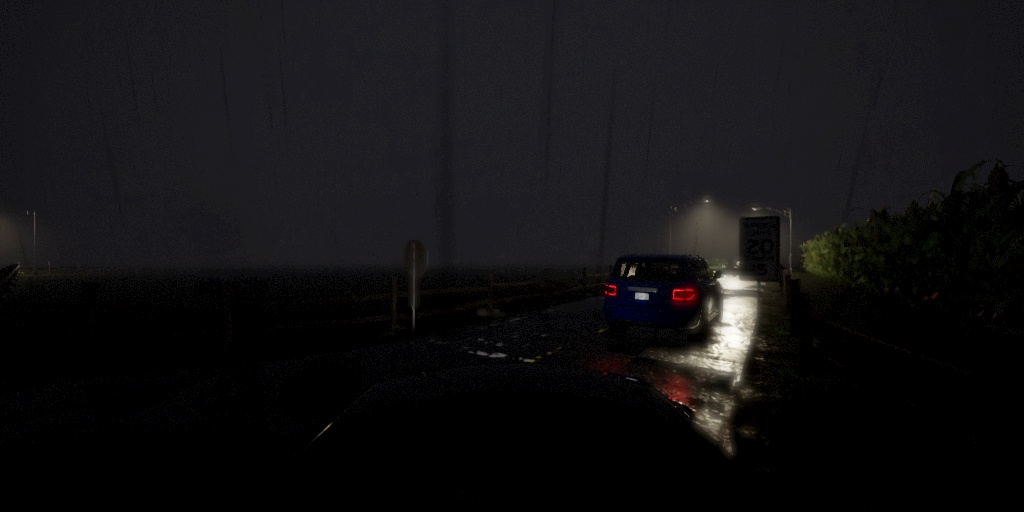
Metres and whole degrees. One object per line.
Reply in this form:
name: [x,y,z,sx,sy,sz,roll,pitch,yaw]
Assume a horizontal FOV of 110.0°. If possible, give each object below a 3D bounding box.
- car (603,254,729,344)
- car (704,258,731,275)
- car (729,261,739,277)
car: [4.413,0.971,9.981,2.150,2.045,5.566,0,0,36]
car: [22.948,1.105,40.031,2.097,1.767,4.553,0,0,36]
car: [22.843,1.257,35.135,2.128,1.511,4.902,0,0,37]
